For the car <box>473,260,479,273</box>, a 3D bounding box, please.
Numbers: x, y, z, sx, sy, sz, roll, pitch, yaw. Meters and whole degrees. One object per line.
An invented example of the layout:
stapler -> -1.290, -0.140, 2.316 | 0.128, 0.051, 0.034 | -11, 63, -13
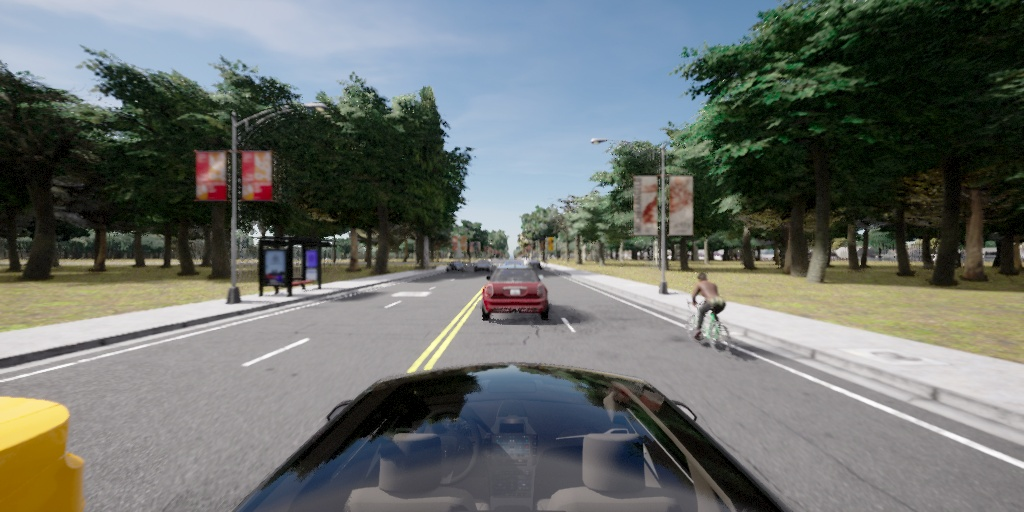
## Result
car -> -3.349, 1.217, 41.935 | 1.837, 1.490, 4.892 | 0, 0, 0

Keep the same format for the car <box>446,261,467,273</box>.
car -> -6.596, 1.277, 42.737 | 1.994, 1.385, 4.181 | 0, 0, 0

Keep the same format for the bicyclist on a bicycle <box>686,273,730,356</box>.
bicyclist on a bicycle -> 4.142, 1.197, 7.645 | 0.582, 1.620, 1.656 | 0, 0, 0

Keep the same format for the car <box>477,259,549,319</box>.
car -> 0.097, 1.091, 12.795 | 2.097, 1.767, 4.553 | 0, 0, 0

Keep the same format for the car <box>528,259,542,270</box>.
car -> 3.338, 1.230, 53.421 | 1.812, 1.442, 4.674 | 0, 0, 0
